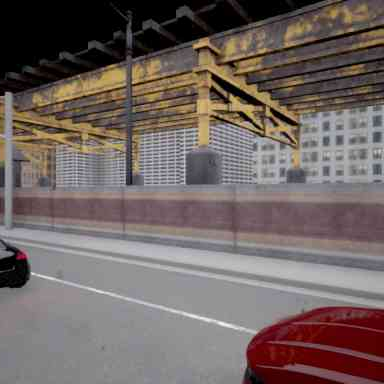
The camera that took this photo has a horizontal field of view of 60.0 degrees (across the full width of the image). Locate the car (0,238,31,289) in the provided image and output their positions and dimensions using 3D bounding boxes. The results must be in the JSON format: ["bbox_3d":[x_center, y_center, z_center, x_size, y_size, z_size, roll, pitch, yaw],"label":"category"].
[{"bbox_3d":[-5.765,1.564,8.027,4.181,1.385,1.994,0,0,36],"label":"car"}]

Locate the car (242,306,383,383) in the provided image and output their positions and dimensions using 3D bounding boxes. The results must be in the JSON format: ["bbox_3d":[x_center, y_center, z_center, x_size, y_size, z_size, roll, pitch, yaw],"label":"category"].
[{"bbox_3d":[2.729,1.478,2.050,5.008,1.535,1.882,0,0,35],"label":"car"}]
